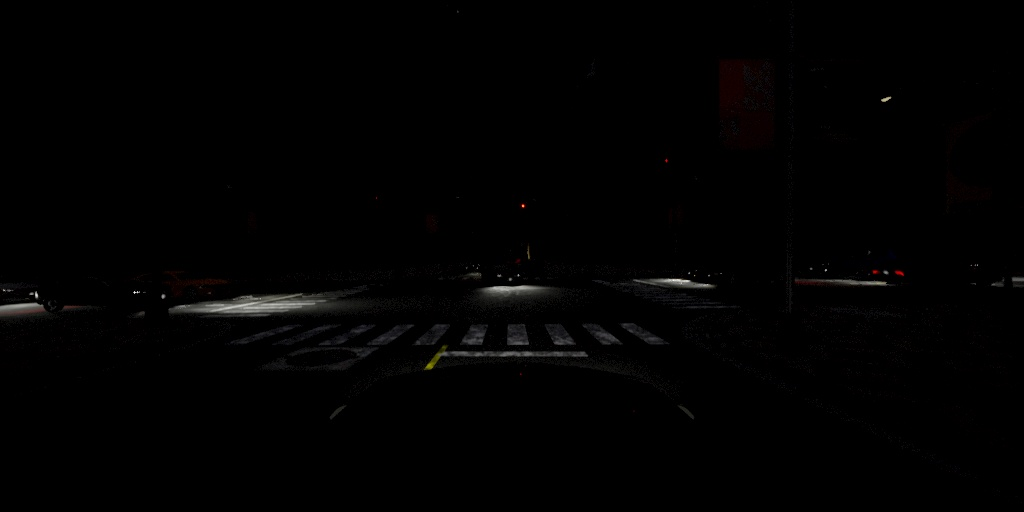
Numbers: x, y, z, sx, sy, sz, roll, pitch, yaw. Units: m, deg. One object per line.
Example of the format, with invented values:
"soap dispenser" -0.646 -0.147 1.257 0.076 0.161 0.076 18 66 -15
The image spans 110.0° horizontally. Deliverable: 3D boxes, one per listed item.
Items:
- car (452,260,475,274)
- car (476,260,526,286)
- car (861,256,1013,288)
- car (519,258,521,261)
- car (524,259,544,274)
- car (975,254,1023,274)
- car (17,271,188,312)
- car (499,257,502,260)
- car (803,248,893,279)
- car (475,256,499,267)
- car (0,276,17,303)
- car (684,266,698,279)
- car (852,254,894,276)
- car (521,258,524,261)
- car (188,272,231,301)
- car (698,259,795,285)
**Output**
"car" -5.787 1.293 41.053 2.007 1.370 4.403 0 0 0
"car" -0.916 1.270 25.830 1.812 1.442 4.674 0 0 -20
"car" 22.215 0.876 18.916 5.357 1.411 2.033 -1 0 0
"car" 2.661 1.294 57.423 2.007 1.370 4.403 0 0 0
"car" 2.738 1.293 41.090 2.007 1.370 4.403 0 0 0
"car" 34.357 0.598 25.640 4.902 1.511 2.128 -1 0 0
"car" -17.625 1.542 15.634 4.902 1.511 2.128 -1 0 2
"car" -3.196 1.310 60.747 1.994 1.385 4.181 0 0 0
"car" 24.137 0.503 25.635 5.566 2.045 2.150 -1 0 0
"car" -3.140 0.962 44.349 2.150 2.045 5.566 0 0 0
"car" -27.622 1.758 18.861 4.674 1.442 1.812 -1 0 0
"car" 14.661 1.012 25.621 4.181 1.385 1.994 -1 0 0
"car" 24.617 0.805 22.389 4.674 1.442 1.812 -1 0 0
"car" 2.686 1.288 51.978 1.888 1.381 4.507 0 0 0
"car" -17.647 1.522 18.878 5.008 1.535 1.882 -1 0 2
"car" 14.734 0.958 22.350 4.892 1.490 1.837 -1 0 2
